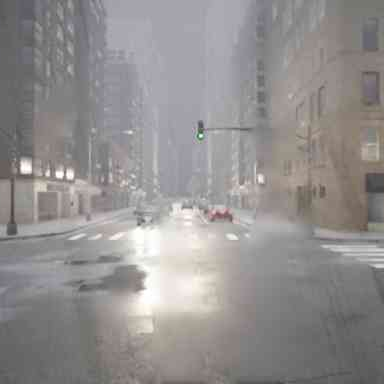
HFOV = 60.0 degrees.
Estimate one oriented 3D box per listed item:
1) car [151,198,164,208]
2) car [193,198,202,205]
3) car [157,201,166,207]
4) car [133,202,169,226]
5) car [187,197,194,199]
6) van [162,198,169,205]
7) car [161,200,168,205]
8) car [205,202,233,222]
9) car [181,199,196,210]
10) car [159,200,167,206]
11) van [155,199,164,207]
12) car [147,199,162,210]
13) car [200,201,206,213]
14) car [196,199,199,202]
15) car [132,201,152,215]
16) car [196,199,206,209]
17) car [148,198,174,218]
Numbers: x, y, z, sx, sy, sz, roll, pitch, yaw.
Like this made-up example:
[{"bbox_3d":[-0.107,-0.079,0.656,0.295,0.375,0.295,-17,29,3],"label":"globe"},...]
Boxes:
[{"bbox_3d":[-6.674,2.189,64.494,2.192,1.841,5.009,0,-1,-1],"label":"car"},{"bbox_3d":[1.362,2.550,87.274,2.192,1.841,5.009,0,-1,-1],"label":"car"},{"bbox_3d":[-6.918,2.633,75.798,1.802,1.307,4.206,0,-1,-1],"label":"car"},{"bbox_3d":[-3.250,1.841,26.706,2.128,1.511,4.902,0,-1,-1],"label":"car"},{"bbox_3d":[-1.036,2.375,66.021,1.882,1.535,5.008,0,-1,-1],"label":"car"},{"bbox_3d":[-7.284,2.656,92.766,1.690,1.788,3.998,0,-1,-1],"label":"van"},{"bbox_3d":[-7.162,2.809,87.108,1.802,1.307,4.206,0,-1,-1],"label":"car"},{"bbox_3d":[2.584,1.846,30.746,1.967,1.590,4.097,0,-1,-1],"label":"car"},{"bbox_3d":[-0.820,2.309,55.988,1.994,1.385,4.181,0,-1,-1],"label":"car"},{"bbox_3d":[-7.037,2.662,81.284,1.752,1.417,4.829,0,-1,-1],"label":"car"},{"bbox_3d":[-6.797,2.304,70.148,1.690,1.788,3.998,0,-1,-1],"label":"van"},{"bbox_3d":[-6.552,2.100,58.839,2.192,1.841,5.009,0,-1,-1],"label":"car"},{"bbox_3d":[2.339,2.135,42.051,1.802,1.307,4.206,0,-1,-1],"label":"car"},{"bbox_3d":[1.972,2.337,59.006,1.887,1.381,4.507,0,-1,-1],"label":"car"},{"bbox_3d":[-6.184,1.986,41.877,1.967,1.590,4.097,0,-1,-1],"label":"car"},{"bbox_3d":[2.095,2.289,53.353,1.802,1.307,4.206,0,-1,-1],"label":"car"},{"bbox_3d":[-3.397,1.827,36.342,2.097,1.767,4.553,0,-1,-1],"label":"car"}]
